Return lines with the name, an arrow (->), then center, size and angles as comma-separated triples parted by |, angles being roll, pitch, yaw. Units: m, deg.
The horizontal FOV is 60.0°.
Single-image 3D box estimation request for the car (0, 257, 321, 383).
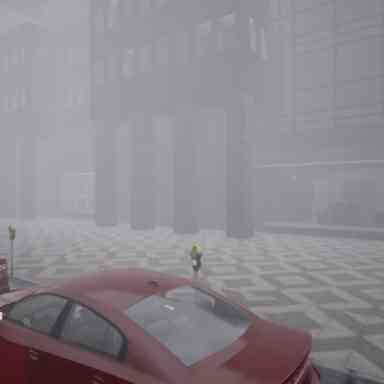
car -> -0.988, 1.548, 3.667 | 4.507, 1.381, 1.887 | 0, 0, 36
